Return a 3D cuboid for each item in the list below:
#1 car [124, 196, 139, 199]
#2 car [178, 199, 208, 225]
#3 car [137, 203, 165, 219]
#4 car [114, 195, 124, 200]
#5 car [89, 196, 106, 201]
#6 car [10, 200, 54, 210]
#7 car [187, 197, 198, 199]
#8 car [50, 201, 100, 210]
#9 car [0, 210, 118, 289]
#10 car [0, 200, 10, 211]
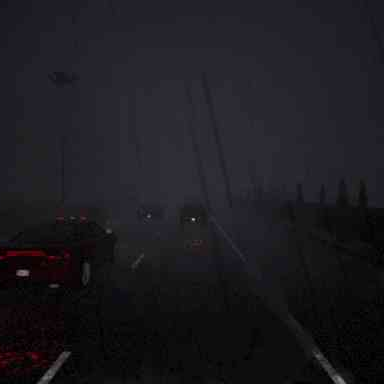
[{"bbox_3d":[-12.305,1.552,72.080,2.033,1.411,5.357,0,0,8],"label":"car"},{"bbox_3d":[0.087,1.516,24.080,1.837,1.490,4.892,0,0,0],"label":"car"},{"bbox_3d":[-3.417,1.613,28.693,1.895,1.301,4.718,0,0,0],"label":"car"},{"bbox_3d":[-15.646,1.502,73.272,1.837,1.490,4.892,0,0,8],"label":"car"},{"bbox_3d":[-19.801,1.497,69.747,1.882,1.535,5.008,0,0,8],"label":"car"},{"bbox_3d":[-14.113,1.503,30.499,2.128,1.511,4.902,0,0,0],"label":"car"},{"bbox_3d":[0.079,1.371,42.032,2.097,1.767,4.553,0,0,0],"label":"car"},{"bbox_3d":[-6.912,1.556,21.543,2.033,1.411,5.357,0,0,0],"label":"car"},{"bbox_3d":[-3.406,1.481,9.180,1.882,1.535,5.008,0,0,0],"label":"car"},{"bbox_3d":[-17.612,1.503,31.834,2.128,1.511,4.902,0,0,0],"label":"car"}]
